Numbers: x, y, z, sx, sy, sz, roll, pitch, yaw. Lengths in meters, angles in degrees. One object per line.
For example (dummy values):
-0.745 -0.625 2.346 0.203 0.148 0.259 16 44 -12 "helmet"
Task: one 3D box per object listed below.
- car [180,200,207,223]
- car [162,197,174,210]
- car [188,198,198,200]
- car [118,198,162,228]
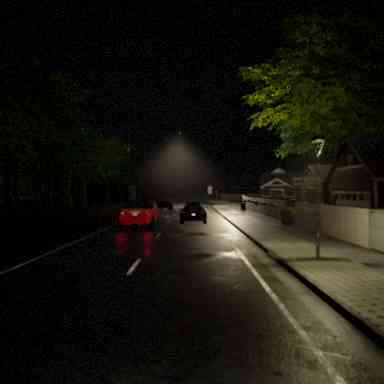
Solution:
0.107 1.549 25.252 1.994 1.385 4.181 0 0 0 "car"
-3.387 1.401 42.407 1.882 1.535 5.008 0 0 0 "car"
0.118 1.467 42.893 2.033 1.411 5.357 0 0 0 "car"
-3.391 1.339 21.957 2.097 1.767 4.553 0 0 0 "car"
